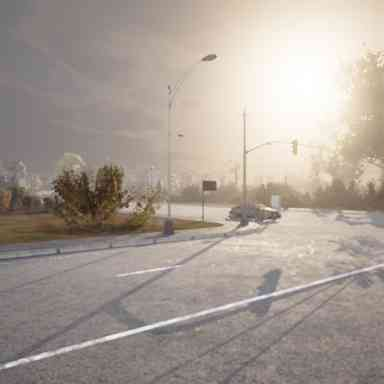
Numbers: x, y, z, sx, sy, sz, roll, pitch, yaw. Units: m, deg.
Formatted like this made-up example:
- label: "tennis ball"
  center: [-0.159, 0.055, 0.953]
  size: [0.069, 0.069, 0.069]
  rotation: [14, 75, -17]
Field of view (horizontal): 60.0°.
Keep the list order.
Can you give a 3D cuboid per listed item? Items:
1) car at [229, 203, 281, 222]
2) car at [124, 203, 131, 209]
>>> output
- label: "car"
  center: [4.907, 1.541, 26.220]
  size: [1.994, 1.385, 4.181]
  rotation: [0, 0, -39]
- label: "car"
  center: [-10.307, 1.520, 45.220]
  size: [2.033, 1.411, 5.357]
  rotation: [0, 0, -39]
